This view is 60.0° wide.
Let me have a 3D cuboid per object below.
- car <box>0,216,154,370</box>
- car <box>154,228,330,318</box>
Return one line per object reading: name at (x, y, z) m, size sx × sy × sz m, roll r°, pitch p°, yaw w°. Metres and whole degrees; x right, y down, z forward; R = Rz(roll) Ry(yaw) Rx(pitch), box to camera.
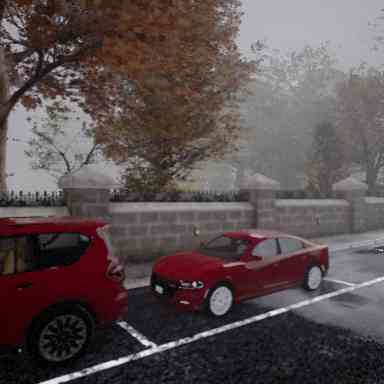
car at (-3.269, 1.316, 4.207) m, size 5.009 × 1.841 × 2.192 m, roll 0°, pitch 1°, yaw -35°
car at (1.229, 1.541, 7.415) m, size 4.507 × 1.381 × 1.887 m, roll 0°, pitch 1°, yaw -35°
